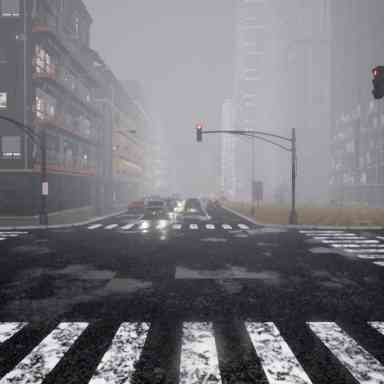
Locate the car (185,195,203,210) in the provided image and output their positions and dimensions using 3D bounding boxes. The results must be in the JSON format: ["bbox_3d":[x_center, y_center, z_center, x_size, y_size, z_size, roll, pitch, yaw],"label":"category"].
[{"bbox_3d":[0.085,1.473,42.373,1.882,1.535,5.008,0,0,0],"label":"car"}]

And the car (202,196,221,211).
[{"bbox_3d":[2.636,1.540,41.120,1.887,1.381,4.507,-1,0,0],"label":"car"}]

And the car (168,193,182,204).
[{"bbox_3d":[-3.015,1.276,63.856,2.150,2.045,5.566,0,0,0],"label":"car"}]

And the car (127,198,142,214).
[{"bbox_3d":[-5.709,1.540,35.411,1.887,1.381,4.507,-1,0,0],"label":"car"}]

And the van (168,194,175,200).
[{"bbox_3d":[-5.728,1.350,91.900,1.690,1.788,3.998,-1,0,0],"label":"van"}]

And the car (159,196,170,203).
[{"bbox_3d":[-5.718,1.583,69.305,1.802,1.307,4.206,-1,0,0],"label":"car"}]

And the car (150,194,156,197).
[{"bbox_3d":[-5.713,1.436,41.060,1.967,1.590,4.097,-1,0,0],"label":"car"}]

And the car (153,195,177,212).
[{"bbox_3d":[-3.106,1.473,38.928,1.882,1.535,5.008,0,0,0],"label":"car"}]

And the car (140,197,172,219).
[{"bbox_3d":[-3.106,1.500,29.382,1.837,1.490,4.892,0,0,0],"label":"car"}]

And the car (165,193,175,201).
[{"bbox_3d":[-5.727,1.322,86.252,2.192,1.841,5.009,-1,0,0],"label":"car"}]

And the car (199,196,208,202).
[{"bbox_3d":[2.627,1.548,75.014,1.887,1.381,4.507,-1,0,0],"label":"car"}]

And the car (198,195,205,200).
[{"bbox_3d":[2.622,1.534,92.131,1.752,1.417,4.829,-1,0,0],"label":"car"}]

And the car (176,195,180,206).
[{"bbox_3d":[-3.102,1.522,48.810,1.812,1.442,4.674,0,0,0],"label":"car"}]
